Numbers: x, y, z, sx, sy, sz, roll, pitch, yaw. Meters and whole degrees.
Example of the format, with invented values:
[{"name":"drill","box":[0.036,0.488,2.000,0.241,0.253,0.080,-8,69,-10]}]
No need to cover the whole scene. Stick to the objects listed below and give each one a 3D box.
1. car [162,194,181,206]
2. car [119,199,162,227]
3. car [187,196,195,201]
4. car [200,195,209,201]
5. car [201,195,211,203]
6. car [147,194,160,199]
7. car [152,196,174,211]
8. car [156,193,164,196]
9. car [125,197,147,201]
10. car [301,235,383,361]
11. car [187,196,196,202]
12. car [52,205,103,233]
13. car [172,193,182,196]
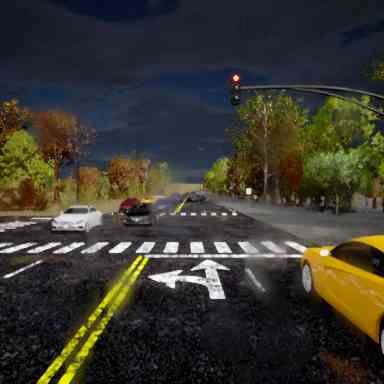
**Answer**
[{"name":"car","box":[-3.478,1.524,56.456,2.033,1.411,5.357,0,0,0]},{"name":"car","box":[-3.403,1.494,22.891,1.837,1.490,4.892,0,0,0]},{"name":"car","box":[-0.205,1.567,81.978,1.895,1.301,4.718,0,0,0]},{"name":"car","box":[3.046,1.418,81.642,2.033,1.411,5.357,0,0,0]},{"name":"car","box":[3.094,1.470,71.486,2.128,1.511,4.902,0,0,0]},{"name":"car","box":[-6.726,1.456,52.835,1.882,1.535,5.008,0,0,0]},{"name":"car","box":[-3.450,1.508,40.149,1.812,1.442,4.674,0,0,0]},{"name":"car","box":[-6.673,1.196,68.991,2.150,2.045,5.566,0,0,0]},{"name":"car","box":[-6.789,1.461,37.690,1.882,1.535,5.008,0,0,3]},{"name":"car","box":[3.348,1.442,5.407,1.882,1.535,5.008,0,1,0]},{"name":"car","box":[-0.138,1.531,72.155,1.994,1.385,4.181,0,0,0]},{"name":"car","box":[-6.639,1.535,19.790,1.812,1.442,4.674,0,0,0]},{"name":"car","box":[-3.431,1.175,72.320,2.150,2.045,5.566,0,0,0]}]
